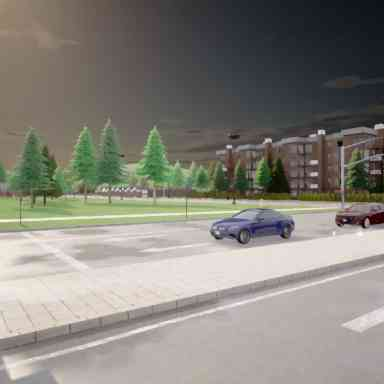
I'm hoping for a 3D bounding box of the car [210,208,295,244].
[{"bbox_3d":[3.004,1.526,15.935,4.674,1.442,1.812,0,0,-36],"label":"car"}]

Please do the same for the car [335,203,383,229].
[{"bbox_3d":[11.445,1.478,21.925,5.008,1.535,1.882,0,0,-35],"label":"car"}]
